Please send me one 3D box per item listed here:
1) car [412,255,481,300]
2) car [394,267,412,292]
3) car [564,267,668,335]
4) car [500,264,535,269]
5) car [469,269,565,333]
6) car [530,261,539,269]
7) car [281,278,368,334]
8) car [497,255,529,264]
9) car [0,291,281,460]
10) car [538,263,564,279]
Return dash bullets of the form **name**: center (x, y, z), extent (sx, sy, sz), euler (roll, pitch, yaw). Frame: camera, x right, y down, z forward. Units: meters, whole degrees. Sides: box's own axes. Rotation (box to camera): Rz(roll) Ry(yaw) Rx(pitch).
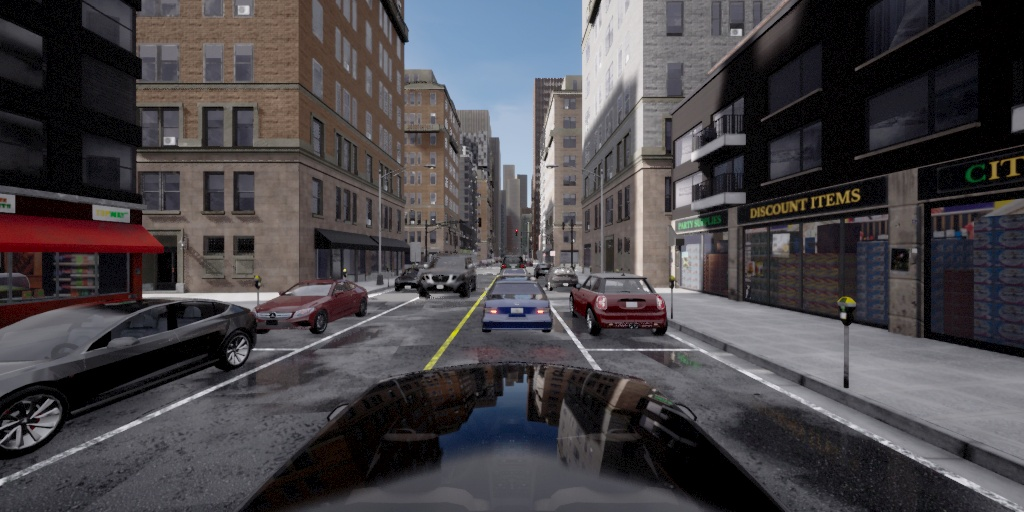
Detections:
- **car**: center (-3.062, 0.972, 18.172), extent (2.150, 2.045, 5.566), euler (0, 0, 1)
- **car**: center (-5.624, 1.317, 21.544), extent (1.948, 1.339, 4.313), euler (0, 0, 0)
- **car**: center (2.875, 1.190, 10.520), extent (1.967, 1.591, 4.097), euler (0, 0, 0)
- **car**: center (0.145, 1.352, 21.241), extent (1.895, 1.301, 4.718), euler (0, 0, 0)
- **car**: center (0.121, 1.297, 10.736), extent (2.033, 1.411, 5.357), euler (0, 0, 0)
- **car**: center (2.929, 1.319, 32.526), extent (1.948, 1.339, 4.313), euler (0, 0, 0)
- **car**: center (-5.650, 1.332, 10.542), extent (1.802, 1.307, 4.207), euler (0, 0, 0)
- **car**: center (0.078, 0.975, 31.273), extent (2.150, 2.045, 5.566), euler (0, 0, -1)
- **car**: center (-5.664, 1.316, 5.040), extent (1.948, 1.339, 4.313), euler (0, 0, 0)
- **car**: center (2.902, 1.301, 21.523), extent (2.007, 1.370, 4.403), euler (0, 0, 0)
